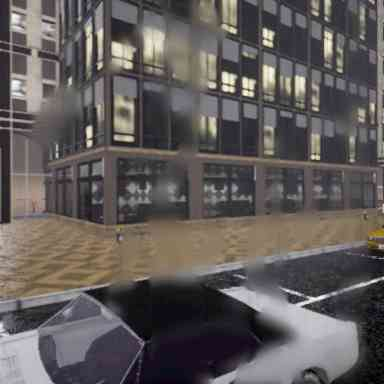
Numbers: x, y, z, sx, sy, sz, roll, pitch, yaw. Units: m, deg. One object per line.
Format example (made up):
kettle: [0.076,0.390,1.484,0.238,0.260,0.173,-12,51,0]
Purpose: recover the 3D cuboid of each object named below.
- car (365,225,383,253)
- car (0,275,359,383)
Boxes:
car: [8.343,1.509,12.504,4.829,1.417,1.752,0,0,-35]
car: [-0.621,1.600,2.932,4.718,1.301,1.895,0,0,-35]
